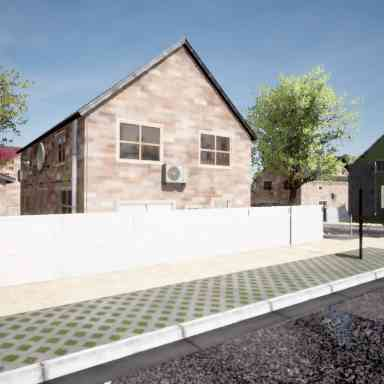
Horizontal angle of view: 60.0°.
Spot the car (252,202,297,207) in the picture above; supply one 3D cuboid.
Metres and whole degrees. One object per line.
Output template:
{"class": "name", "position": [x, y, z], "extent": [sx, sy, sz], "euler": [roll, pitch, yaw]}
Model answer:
{"class": "car", "position": [6.509, 1.762, 23.981], "extent": [2.150, 2.045, 5.566], "euler": [1, -2, -35]}
